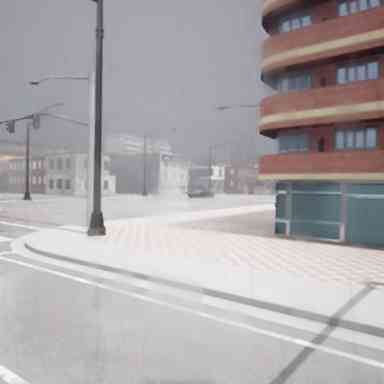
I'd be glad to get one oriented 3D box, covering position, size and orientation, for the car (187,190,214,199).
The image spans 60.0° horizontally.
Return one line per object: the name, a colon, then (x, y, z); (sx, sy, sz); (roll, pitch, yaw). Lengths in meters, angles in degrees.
car: (1.427, 0.305, 53.542); (2.033, 1.411, 5.357); (2, 2, 37)
